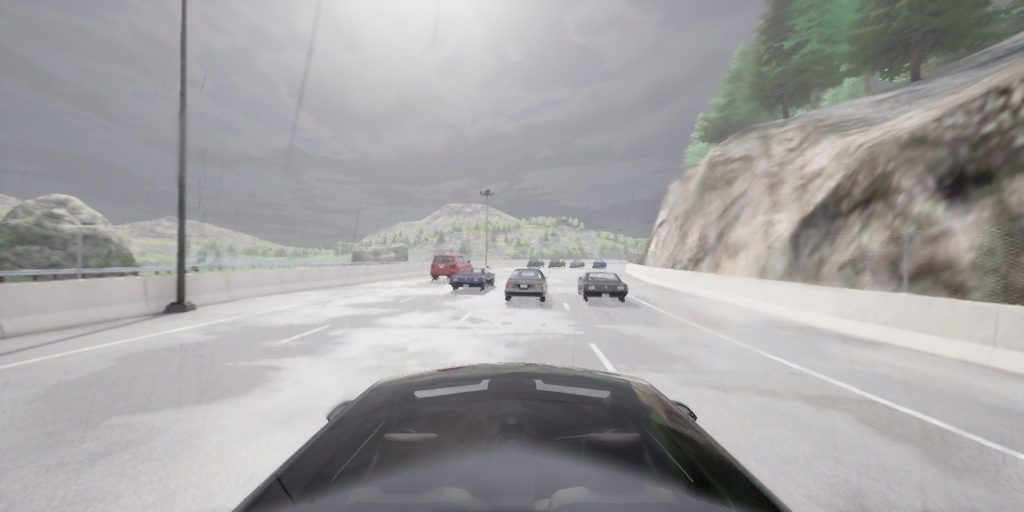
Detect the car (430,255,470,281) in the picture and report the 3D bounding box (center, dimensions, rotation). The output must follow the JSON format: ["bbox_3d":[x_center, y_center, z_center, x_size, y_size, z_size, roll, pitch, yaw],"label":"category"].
[{"bbox_3d":[-4.770,0.921,29.128,2.150,2.045,5.566,0,0,9],"label":"car"}]

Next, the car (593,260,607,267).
[{"bbox_3d":[15.263,1.386,62.216,1.882,1.535,5.008,0,0,22],"label":"car"}]

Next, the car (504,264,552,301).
[{"bbox_3d":[0.774,1.306,17.427,2.033,1.411,5.357,1,0,6],"label":"car"}]

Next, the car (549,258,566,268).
[{"bbox_3d":[8.024,1.186,63.107,2.097,1.767,4.553,1,0,21],"label":"car"}]

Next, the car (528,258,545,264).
[{"bbox_3d":[4.318,1.147,63.254,2.097,1.767,4.553,1,0,20],"label":"car"}]

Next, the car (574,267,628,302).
[{"bbox_3d":[4.254,1.395,17.487,1.895,1.301,4.718,1,0,6],"label":"car"}]

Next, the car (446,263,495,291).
[{"bbox_3d":[-2.229,1.327,21.651,1.895,1.301,4.718,1,0,7],"label":"car"}]

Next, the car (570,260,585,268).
[{"bbox_3d":[11.489,1.417,62.803,2.033,1.411,5.357,1,0,22],"label":"car"}]
